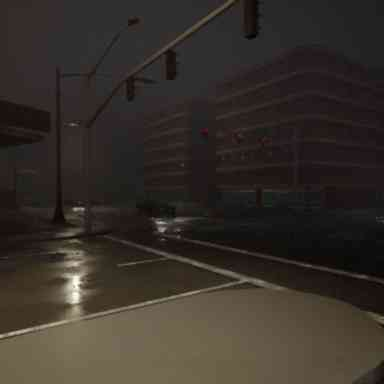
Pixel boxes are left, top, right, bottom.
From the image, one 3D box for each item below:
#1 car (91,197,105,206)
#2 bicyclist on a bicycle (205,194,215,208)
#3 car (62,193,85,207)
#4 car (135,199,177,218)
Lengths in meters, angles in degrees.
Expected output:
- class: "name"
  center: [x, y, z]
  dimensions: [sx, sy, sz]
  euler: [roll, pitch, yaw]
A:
- class: "car"
  center: [-15.388, 1.450, 51.925]
  dimensions: [1.895, 1.301, 4.718]
  euler: [-1, 0, -36]
- class: "bicyclist on a bicycle"
  center: [2.181, 1.085, 40.552]
  dimensions: [1.656, 1.620, 0.582]
  euler: [-1, 0, -36]
- class: "car"
  center: [-16.914, 1.372, 47.953]
  dimensions: [2.128, 1.511, 4.902]
  euler: [-1, 0, -36]
- class: "car"
  center: [-3.260, 1.354, 29.431]
  dimensions: [1.882, 1.535, 5.008]
  euler: [-1, 0, -36]
